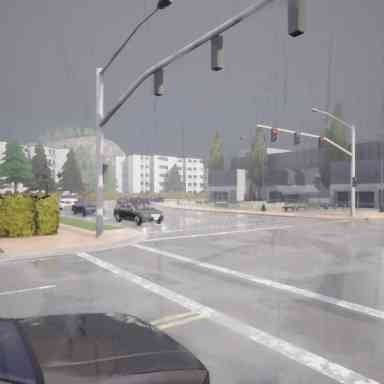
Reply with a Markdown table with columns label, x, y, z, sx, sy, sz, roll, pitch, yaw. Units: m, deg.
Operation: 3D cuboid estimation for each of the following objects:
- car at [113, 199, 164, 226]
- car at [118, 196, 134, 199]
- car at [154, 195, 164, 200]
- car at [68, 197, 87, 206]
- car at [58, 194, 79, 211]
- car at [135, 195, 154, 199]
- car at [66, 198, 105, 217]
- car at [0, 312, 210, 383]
| label | x | y | z | sx | sy | sz | roll | pitch | yaw |
| --- | --- | --- | --- | --- | --- | --- | --- | --- | --- |
| car | -3.903 | 1.492 | 23.810 | 2.128 | 1.511 | 4.902 | 0 | 0 | -39 |
| car | -12.079 | 1.492 | 58.840 | 2.128 | 1.511 | 4.902 | 0 | 0 | -4 |
| car | -7.556 | 1.354 | 70.921 | 2.097 | 1.767 | 4.553 | 0 | 0 | 17 |
| car | -19.118 | 1.601 | 55.723 | 1.895 | 1.301 | 4.718 | 0 | 0 | -6 |
| car | -15.612 | 1.222 | 42.123 | 2.150 | 2.045 | 5.566 | 0 | 0 | -21 |
| car | -8.650 | 1.505 | 61.156 | 1.837 | 1.490 | 4.892 | 0 | 0 | -1 |
| car | -10.163 | 1.547 | 32.202 | 2.033 | 1.411 | 5.357 | 0 | 0 | -35 |
| car | -2.380 | 1.547 | 2.067 | 5.357 | 1.411 | 2.033 | 0 | 0 | -35 |
